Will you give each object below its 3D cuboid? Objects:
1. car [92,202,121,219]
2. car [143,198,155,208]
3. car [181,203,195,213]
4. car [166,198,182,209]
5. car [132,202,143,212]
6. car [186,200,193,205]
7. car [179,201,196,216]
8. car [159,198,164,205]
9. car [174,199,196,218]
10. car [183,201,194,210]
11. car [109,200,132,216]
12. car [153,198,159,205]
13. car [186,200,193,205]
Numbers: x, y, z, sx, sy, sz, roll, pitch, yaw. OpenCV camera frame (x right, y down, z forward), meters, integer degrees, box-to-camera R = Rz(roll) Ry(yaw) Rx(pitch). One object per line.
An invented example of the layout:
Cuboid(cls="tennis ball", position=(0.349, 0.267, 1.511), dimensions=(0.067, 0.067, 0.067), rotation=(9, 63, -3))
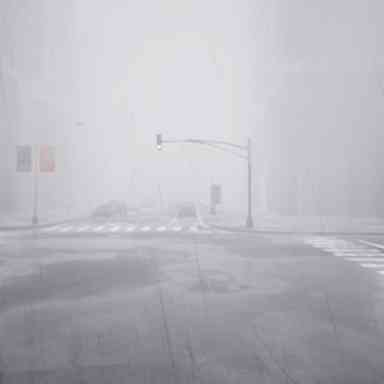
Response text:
Cuboid(cls="car", position=(-9.029, 2.003, 34.523), dimensions=(1.947, 1.339, 4.313), rotation=(0, -1, 0))
Cuboid(cls="car", position=(-9.144, 2.484, 67.076), dimensions=(1.802, 1.307, 4.206), rotation=(0, -1, 0))
Cuboid(cls="car", position=(-0.542, 2.155, 45.400), dimensions=(1.802, 1.307, 4.206), rotation=(0, -1, 0))
Cuboid(cls="car", position=(-3.259, 2.311, 61.322), dimensions=(1.837, 1.490, 4.892), rotation=(0, -1, 0))
Cuboid(cls="car", position=(-9.086, 2.190, 50.630), dimensions=(1.752, 1.417, 4.829), rotation=(0, -1, 0))
Cuboid(cls="car", position=(-0.714, 2.838, 94.219), dimensions=(2.008, 1.369, 4.403), rotation=(0, -1, 0))
Cuboid(cls="car", position=(-0.523, 1.937, 39.977), dimensions=(1.967, 1.590, 4.097), rotation=(0, -1, 0))
Cuboid(cls="car", position=(-9.220, 2.768, 88.778), dimensions=(1.887, 1.381, 4.507), rotation=(0, -1, 0))
Cuboid(cls="car", position=(-0.504, 1.860, 34.553), dimensions=(1.967, 1.590, 4.097), rotation=(0, -1, 0))
Cuboid(cls="car", position=(-0.580, 2.272, 56.249), dimensions=(1.887, 1.381, 4.507), rotation=(0, -1, 0))
Cuboid(cls="car", position=(-9.049, 1.829, 39.952), dimensions=(2.192, 1.841, 5.009), rotation=(0, -1, 0))
Cuboid(cls="car", position=(-9.164, 2.296, 72.505), dimensions=(2.192, 1.841, 5.009), rotation=(0, -1, 0))
Cuboid(cls="car", position=(-0.696, 2.751, 88.796), dimensions=(1.887, 1.381, 4.507), rotation=(0, -1, 0))
